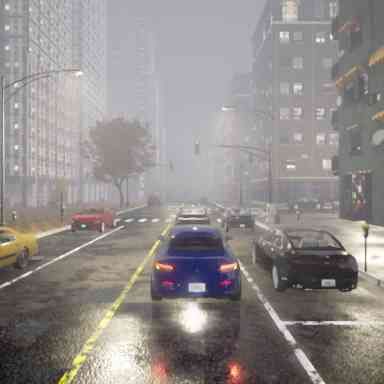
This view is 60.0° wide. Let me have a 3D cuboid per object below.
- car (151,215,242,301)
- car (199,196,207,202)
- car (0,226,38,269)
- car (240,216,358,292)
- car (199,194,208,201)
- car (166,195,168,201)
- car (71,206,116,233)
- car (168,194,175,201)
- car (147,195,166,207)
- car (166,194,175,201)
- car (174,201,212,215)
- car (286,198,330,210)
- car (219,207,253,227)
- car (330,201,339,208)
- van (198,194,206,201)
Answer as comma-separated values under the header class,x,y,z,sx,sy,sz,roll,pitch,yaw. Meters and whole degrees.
class,x,y,z,sx,sy,sz,roll,pitch,yaw
car,0.079,1.525,8.190,1.812,1.442,4.674,0,0,0
car,2.548,1.585,79.949,1.752,1.417,4.829,0,0,0
car,-5.703,1.525,8.526,1.752,1.417,4.829,0,0,0
car,2.677,1.550,8.711,2.008,1.369,4.403,0,0,0
car,2.558,1.617,74.256,1.947,1.339,4.313,0,0,0
car,-5.793,1.597,57.673,1.947,1.339,4.313,0,0,0
car,-5.723,1.546,19.762,1.887,1.381,4.507,0,0,0
car,-5.843,1.635,85.287,1.947,1.339,4.313,0,0,0
car,-5.783,1.340,52.150,2.192,1.841,5.009,0,0,0
car,-5.854,1.394,90.810,2.192,1.841,5.009,0,0,0
car,0.048,1.492,18.293,2.128,1.511,4.902,0,0,0
car,13.358,1.352,39.202,4.403,1.369,2.008,-1,1,-1
car,2.657,1.552,19.777,2.008,1.369,4.403,0,0,0
car,18.755,1.252,39.266,4.829,1.417,1.752,-1,1,-1
van,2.537,1.410,85.303,1.690,1.788,3.998,0,0,0
